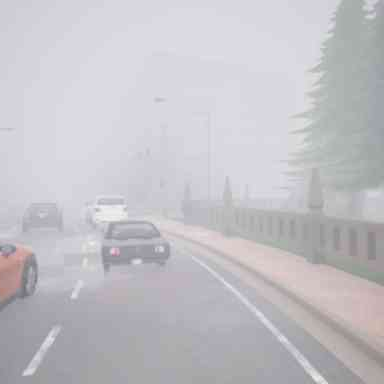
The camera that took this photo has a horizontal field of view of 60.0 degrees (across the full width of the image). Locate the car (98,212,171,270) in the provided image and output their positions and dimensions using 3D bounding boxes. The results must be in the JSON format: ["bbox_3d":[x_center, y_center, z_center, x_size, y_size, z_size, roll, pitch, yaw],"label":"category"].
[{"bbox_3d":[-2.058,1.593,11.117,1.895,1.301,4.718,0,0,-15],"label":"car"}]

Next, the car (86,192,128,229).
[{"bbox_3d":[-5.684,1.211,21.929,2.150,2.045,5.566,0,0,-22],"label":"car"}]

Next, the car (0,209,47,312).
[{"bbox_3d":[-4.260,1.362,5.561,2.097,1.767,4.553,0,0,-8],"label":"car"}]

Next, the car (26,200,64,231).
[{"bbox_3d":[-8.974,1.360,20.317,2.097,1.767,4.553,0,0,-21],"label":"car"}]
